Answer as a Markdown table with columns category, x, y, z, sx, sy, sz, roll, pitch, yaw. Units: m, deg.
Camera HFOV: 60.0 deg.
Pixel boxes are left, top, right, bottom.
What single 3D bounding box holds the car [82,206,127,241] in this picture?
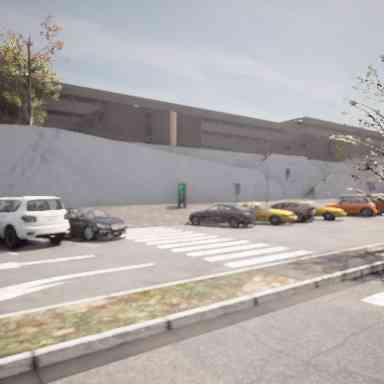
| category | x | y | z | sx | sy | sz | roll | pitch | yaw |
| --- | --- | --- | --- | --- | --- | --- | --- | --- | --- |
| car | -5.333 | 1.469 | 16.505 | 4.892 | 1.521 | 2.231 | -1 | -1 | 35 |

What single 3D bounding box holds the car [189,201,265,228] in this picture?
| category | x | y | z | sx | sy | sz | roll | pitch | yaw |
| --- | --- | --- | --- | --- | --- | --- | --- | --- | --- |
| car | 1.978 | 1.477 | 21.652 | 4.674 | 1.452 | 2.002 | -1 | 0 | 35 |

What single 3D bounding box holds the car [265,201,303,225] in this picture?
| category | x | y | z | sx | sy | sz | roll | pitch | yaw |
| --- | --- | --- | --- | --- | --- | --- | --- | --- | --- |
| car | 4.565 | 1.425 | 23.273 | 5.366 | 1.575 | 1.946 | -1 | -1 | 35 |

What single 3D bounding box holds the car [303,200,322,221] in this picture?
| category | x | y | z | sx | sy | sz | roll | pitch | yaw |
| --- | --- | --- | --- | --- | --- | --- | --- | --- | --- |
| car | 6.822 | 1.459 | 25.112 | 4.792 | 1.488 | 2.163 | -1 | 0 | 35 |

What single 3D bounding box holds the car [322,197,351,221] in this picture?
| category | x | y | z | sx | sy | sz | roll | pitch | yaw |
| --- | --- | --- | --- | --- | --- | --- | --- | --- | --- |
| car | 9.438 | 1.421 | 26.715 | 5.366 | 1.575 | 1.946 | -1 | -1 | 35 |

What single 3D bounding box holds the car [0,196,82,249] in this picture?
| category | x | y | z | sx | sy | sz | roll | pitch | yaw |
| --- | --- | --- | --- | --- | --- | --- | --- | --- | --- |
| car | -7.796 | 1.231 | 14.788 | 5.566 | 2.045 | 2.435 | -1 | 0 | 35 |

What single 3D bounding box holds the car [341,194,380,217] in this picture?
| category | x | y | z | sx | sy | sz | roll | pitch | yaw |
| --- | --- | --- | --- | --- | --- | --- | --- | --- | --- |
| car | 14.180 | 1.291 | 30.245 | 4.553 | 1.767 | 2.185 | -1 | 0 | 35 |

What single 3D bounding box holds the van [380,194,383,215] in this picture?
| category | x | y | z | sx | sy | sz | roll | pitch | yaw |
| --- | --- | --- | --- | --- | --- | --- | --- | --- | --- |
| van | 16.697 | 1.181 | 31.928 | 4.442 | 1.987 | 1.878 | -1 | -1 | 35 |
